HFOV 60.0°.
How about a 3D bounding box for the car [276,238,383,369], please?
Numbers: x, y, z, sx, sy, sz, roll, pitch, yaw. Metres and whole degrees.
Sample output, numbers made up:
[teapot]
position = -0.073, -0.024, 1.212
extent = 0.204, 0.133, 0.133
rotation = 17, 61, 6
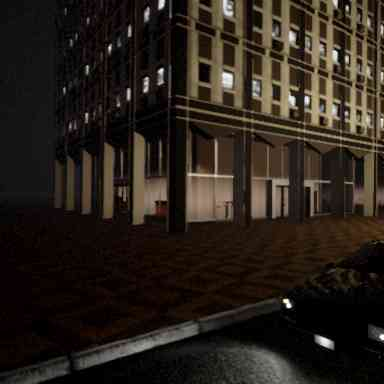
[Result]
[car]
position = 3.885, 1.555, 5.841
extent = 5.357, 1.411, 2.033
rotation = 0, 0, -35
